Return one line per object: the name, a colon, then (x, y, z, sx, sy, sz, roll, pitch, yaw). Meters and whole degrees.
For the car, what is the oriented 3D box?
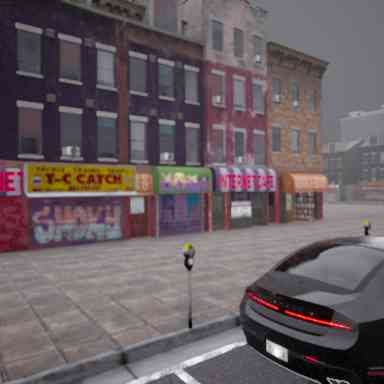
car: (2.887, 1.430, 5.005, 4.892, 1.490, 1.837, -1, 1, -35)
